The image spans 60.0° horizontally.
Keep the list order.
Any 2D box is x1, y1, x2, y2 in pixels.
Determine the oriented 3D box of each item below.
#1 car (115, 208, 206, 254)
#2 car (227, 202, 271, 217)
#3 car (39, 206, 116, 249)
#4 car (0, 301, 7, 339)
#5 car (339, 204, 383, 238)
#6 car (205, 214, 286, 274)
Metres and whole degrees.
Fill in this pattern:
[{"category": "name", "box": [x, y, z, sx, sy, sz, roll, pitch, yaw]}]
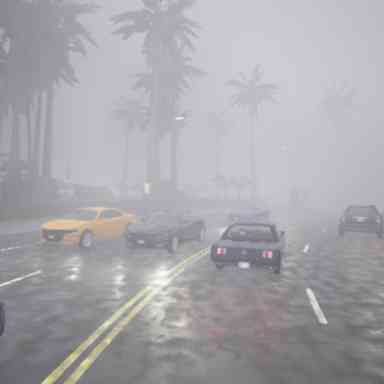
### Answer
[{"category": "car", "box": [-0.897, 1.457, 13.819, 1.882, 1.535, 5.008, 1, 0, 20]}, {"category": "car", "box": [4.206, 1.524, 23.972, 1.882, 1.535, 5.008, 1, 0, 31]}, {"category": "car", "box": [-4.332, 1.402, 14.572, 1.882, 1.535, 5.008, 1, 0, 20]}, {"category": "car", "box": [-3.408, 1.547, 1.945, 1.895, 1.301, 4.718, 1, 0, 5]}, {"category": "car", "box": [9.686, 1.486, 18.937, 2.097, 1.767, 4.553, 1, 0, 29]}, {"category": "car", "box": [2.025, 1.624, 10.787, 1.895, 1.301, 4.718, 1, 0, 17]}]
